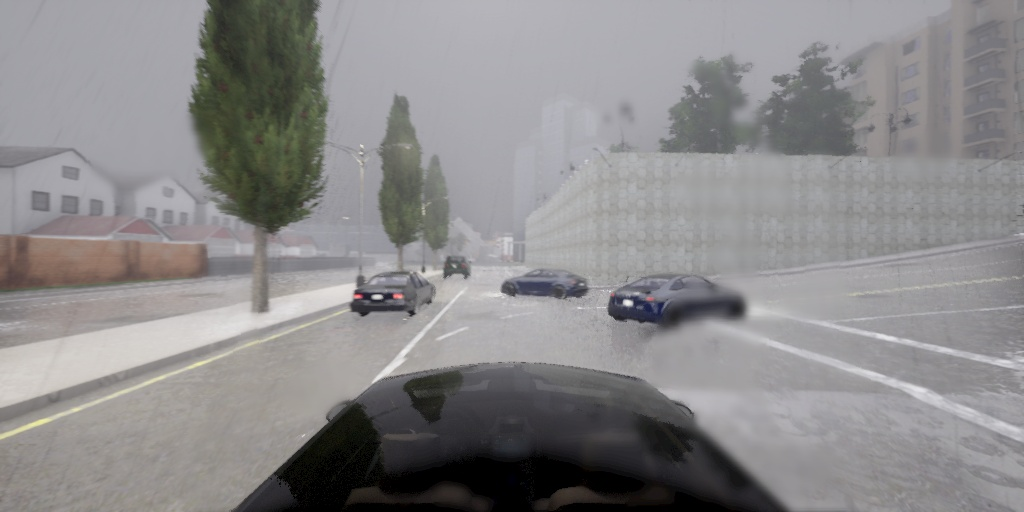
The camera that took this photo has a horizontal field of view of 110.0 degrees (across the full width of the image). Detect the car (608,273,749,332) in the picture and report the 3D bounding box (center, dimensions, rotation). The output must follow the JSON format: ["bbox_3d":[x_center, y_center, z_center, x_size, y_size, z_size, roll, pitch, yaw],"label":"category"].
[{"bbox_3d":[4.824,1.191,10.358,4.181,1.385,1.994,0,-1,-28],"label":"car"}]

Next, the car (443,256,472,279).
[{"bbox_3d":[-5.043,0.999,33.341,2.150,2.045,5.566,1,0,-3],"label":"car"}]

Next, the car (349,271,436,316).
[{"bbox_3d":[-4.077,1.260,13.063,2.033,1.411,5.357,0,0,-3],"label":"car"}]

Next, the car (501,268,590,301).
[{"bbox_3d":[1.505,1.272,16.952,4.181,1.385,1.994,-2,-1,38],"label":"car"}]
